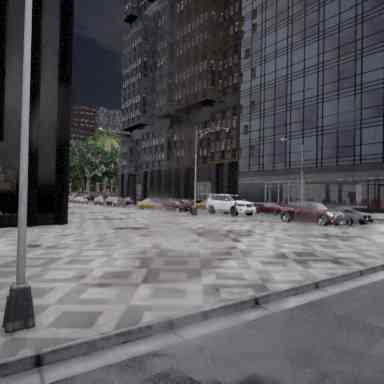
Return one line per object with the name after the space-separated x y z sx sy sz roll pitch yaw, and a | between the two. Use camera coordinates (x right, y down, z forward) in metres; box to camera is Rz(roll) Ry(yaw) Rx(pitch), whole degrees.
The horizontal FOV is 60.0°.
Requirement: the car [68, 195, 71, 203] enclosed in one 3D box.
-23.935 1.387 66.477 1.967 1.590 4.097 2 -1 -36 | car

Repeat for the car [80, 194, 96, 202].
-26.551 1.484 84.818 2.192 1.841 5.009 2 -1 -36 | car

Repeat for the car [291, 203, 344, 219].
11.692 1.720 31.222 1.947 1.339 4.313 2 -1 -36 | car

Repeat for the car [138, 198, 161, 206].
-7.432 1.721 58.019 2.008 1.369 4.403 2 -1 -36 | car

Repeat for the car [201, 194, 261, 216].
3.657 1.225 32.414 2.150 2.045 5.566 2 -1 -35 | car

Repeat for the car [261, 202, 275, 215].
8.504 1.739 35.687 1.802 1.307 4.206 2 -1 -36 | car

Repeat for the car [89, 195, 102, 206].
-14.374 1.529 53.074 1.802 1.307 4.206 2 -1 -36 | car

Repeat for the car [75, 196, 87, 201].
-29.841 1.694 89.420 1.752 1.417 4.829 2 -1 -36 | car

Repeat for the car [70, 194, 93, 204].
-20.650 1.472 61.871 1.752 1.417 4.829 2 -1 -36 | car

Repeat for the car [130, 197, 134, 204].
-11.301 1.624 58.687 1.812 1.442 4.674 2 -1 -36 | car

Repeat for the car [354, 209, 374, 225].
10.187 1.558 23.014 1.994 1.385 4.181 2 -1 -32 | car

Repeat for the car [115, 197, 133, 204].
-13.807 1.736 66.951 1.947 1.339 4.313 2 -1 -36 | car

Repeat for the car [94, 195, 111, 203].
-20.354 1.513 75.487 2.097 1.767 4.553 2 -1 -36 | car

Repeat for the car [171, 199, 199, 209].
-1.057 1.718 49.086 2.008 1.369 4.403 2 -1 -36 | car

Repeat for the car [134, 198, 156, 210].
-4.710 1.465 39.535 1.752 1.417 4.829 2 -1 -36 | car

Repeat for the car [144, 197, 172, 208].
-5.223 1.589 50.243 2.128 1.511 4.902 2 -1 -35 | car

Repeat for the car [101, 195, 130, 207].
-11.183 1.386 48.609 1.967 1.590 4.097 2 -1 -36 | car

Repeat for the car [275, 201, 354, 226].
7.926 1.367 21.834 1.967 1.590 4.097 2 -1 -37 | car

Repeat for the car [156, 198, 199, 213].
-1.622 1.482 35.207 1.887 1.381 4.507 2 -1 -36 | car

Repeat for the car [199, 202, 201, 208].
2.032 1.689 44.759 1.752 1.417 4.829 2 -1 -36 | car

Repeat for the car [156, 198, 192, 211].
-2.252 1.502 40.694 2.128 1.511 4.902 2 -1 -35 | car
